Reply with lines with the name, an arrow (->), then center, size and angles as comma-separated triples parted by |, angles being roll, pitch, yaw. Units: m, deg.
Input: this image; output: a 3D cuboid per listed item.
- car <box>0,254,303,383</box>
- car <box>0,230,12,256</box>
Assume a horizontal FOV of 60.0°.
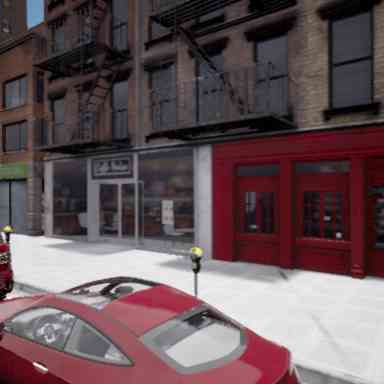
car -> -0.989, 1.597, 3.514 | 4.206, 1.307, 1.802 | 0, 0, 35
car -> -5.619, 1.359, 6.811 | 5.009, 1.841, 2.192 | 0, 0, 35
